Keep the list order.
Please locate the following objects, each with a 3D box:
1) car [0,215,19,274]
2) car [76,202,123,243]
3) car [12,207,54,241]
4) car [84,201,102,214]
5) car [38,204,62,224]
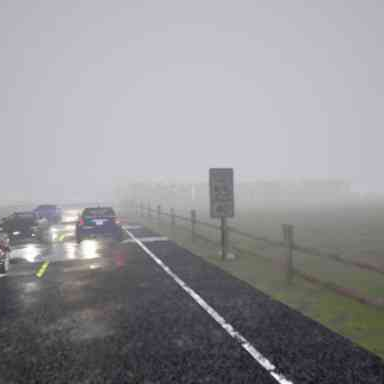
[{"bbox_3d":[-5.817,1.600,8.020,1.882,1.535,5.008,-1,0,-17],"label":"car"},{"bbox_3d":[-4.795,1.451,17.070,2.097,1.767,4.553,-1,0,-17],"label":"car"},{"bbox_3d":[-8.734,1.749,17.437,1.994,1.385,4.181,-1,0,-16],"label":"car"},{"bbox_3d":[-12.207,1.866,40.965,1.895,1.301,4.718,-1,0,-17],"label":"car"},{"bbox_3d":[-11.758,1.729,27.120,1.882,1.535,5.008,-1,0,-17],"label":"car"}]
